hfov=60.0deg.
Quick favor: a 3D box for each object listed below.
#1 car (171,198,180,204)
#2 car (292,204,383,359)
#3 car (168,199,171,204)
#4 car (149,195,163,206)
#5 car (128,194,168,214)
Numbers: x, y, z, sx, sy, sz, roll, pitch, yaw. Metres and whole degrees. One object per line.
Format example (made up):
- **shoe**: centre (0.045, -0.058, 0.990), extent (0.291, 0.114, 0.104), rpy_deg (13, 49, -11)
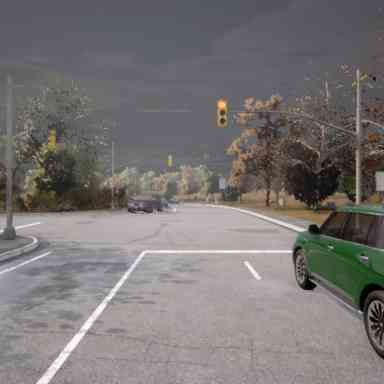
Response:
- **car**: centre (-4.601, 2.352, 82.953), extent (2.128, 1.511, 4.902), rpy_deg (0, -1, -22)
- **car**: centre (3.586, 1.221, 6.026), extent (2.150, 2.045, 5.566), rpy_deg (0, 0, 0)
- **car**: centre (-4.917, 1.559, 52.878), extent (2.097, 1.767, 4.553), rpy_deg (0, -1, -7)
- **car**: centre (-7.507, 1.783, 69.102), extent (2.150, 2.045, 5.566), rpy_deg (0, -1, -13)
- **car**: centre (-4.839, 1.237, 35.677), extent (2.150, 2.045, 5.566), rpy_deg (1, 0, 15)
